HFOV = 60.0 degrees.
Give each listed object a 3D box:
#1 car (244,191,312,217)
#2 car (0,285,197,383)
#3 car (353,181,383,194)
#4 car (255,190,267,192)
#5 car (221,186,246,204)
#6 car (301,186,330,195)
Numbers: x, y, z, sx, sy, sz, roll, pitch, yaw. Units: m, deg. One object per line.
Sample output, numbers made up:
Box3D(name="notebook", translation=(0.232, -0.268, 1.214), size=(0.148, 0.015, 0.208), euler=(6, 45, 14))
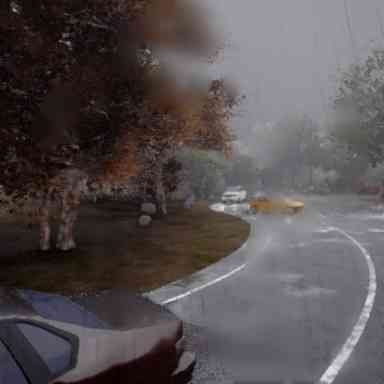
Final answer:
Box3D(name="car", translation=(6.387, 0.966, 25.288), size=(1.882, 1.535, 5.008), euler=(-3, 1, -24))
Box3D(name="car", translation=(-2.423, 1.552, 2.333), size=(5.357, 1.411, 2.033), euler=(0, 0, -41))
Box3D(name="car", translation=(28.616, -0.667, 52.703), size=(5.566, 2.045, 2.150), euler=(-1, 1, 11))
Box3D(name="car", translation=(8.784, 0.515, 42.332), size=(2.128, 1.511, 4.902), euler=(-2, 1, 26))
Box3D(name="car", translation=(5.474, 0.345, 42.756), size=(2.150, 2.045, 5.566), euler=(-1, 1, 22))
Box3D(name="car", translation=(20.533, -0.241, 55.622), size=(4.892, 1.490, 1.837), euler=(-2, 1, -11))
